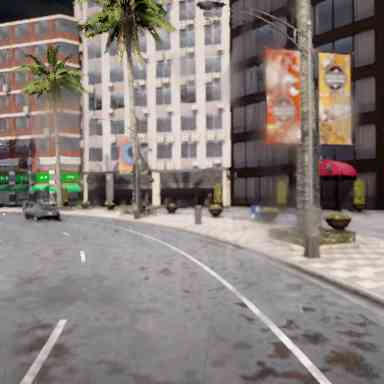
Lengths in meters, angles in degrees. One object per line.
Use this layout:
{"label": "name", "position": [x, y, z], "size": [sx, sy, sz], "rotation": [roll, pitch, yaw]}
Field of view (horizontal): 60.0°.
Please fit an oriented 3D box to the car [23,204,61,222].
{"label": "car", "position": [-12.900, 1.725, 28.459], "size": [1.994, 1.385, 4.181], "rotation": [-1, 0, -43]}
